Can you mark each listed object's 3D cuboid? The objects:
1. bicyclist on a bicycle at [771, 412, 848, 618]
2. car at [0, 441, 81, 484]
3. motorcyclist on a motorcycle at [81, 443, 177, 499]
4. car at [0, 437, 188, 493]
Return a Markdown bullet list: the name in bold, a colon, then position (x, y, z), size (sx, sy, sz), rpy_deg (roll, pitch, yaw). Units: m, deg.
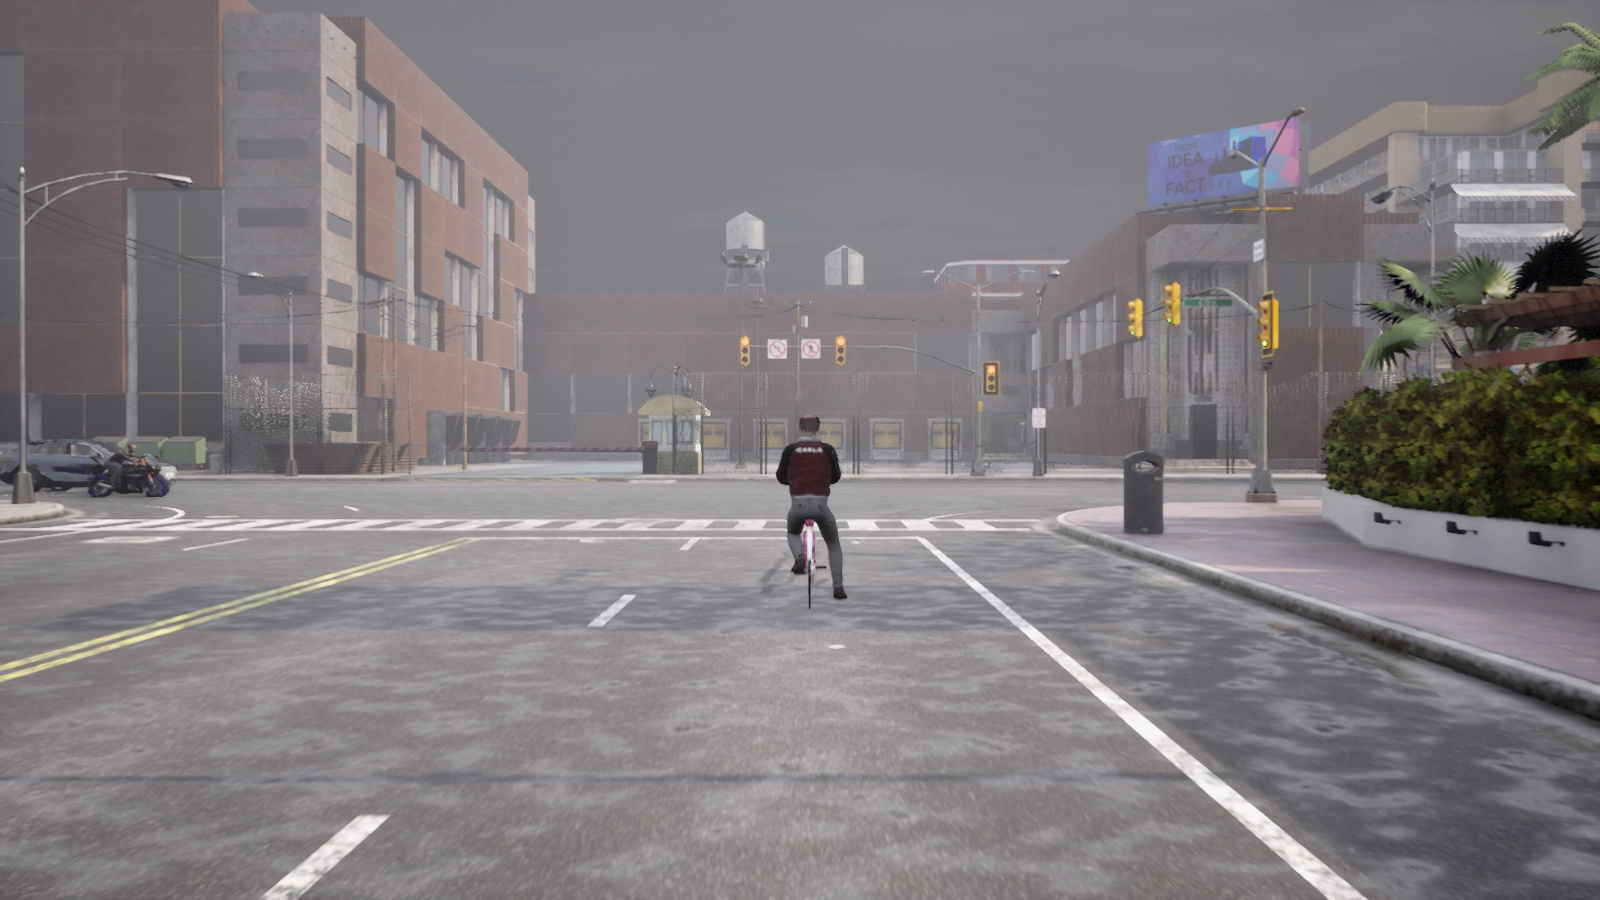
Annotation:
- **bicyclist on a bicycle**: position (0.087, 0.551, 11.719), size (0.659, 1.776, 1.843), rpy_deg (0, 1, 0)
- **car**: position (-28.901, 0.425, 45.145), size (4.902, 1.511, 2.128), rpy_deg (0, 0, 1)
- **motorcyclist on a motorcycle**: position (-18.408, 0.572, 34.491), size (2.191, 1.530, 0.866), rpy_deg (0, 0, 1)
- **car**: position (-21.464, 0.445, 38.036), size (4.856, 1.649, 2.033), rpy_deg (0, 0, 1)
